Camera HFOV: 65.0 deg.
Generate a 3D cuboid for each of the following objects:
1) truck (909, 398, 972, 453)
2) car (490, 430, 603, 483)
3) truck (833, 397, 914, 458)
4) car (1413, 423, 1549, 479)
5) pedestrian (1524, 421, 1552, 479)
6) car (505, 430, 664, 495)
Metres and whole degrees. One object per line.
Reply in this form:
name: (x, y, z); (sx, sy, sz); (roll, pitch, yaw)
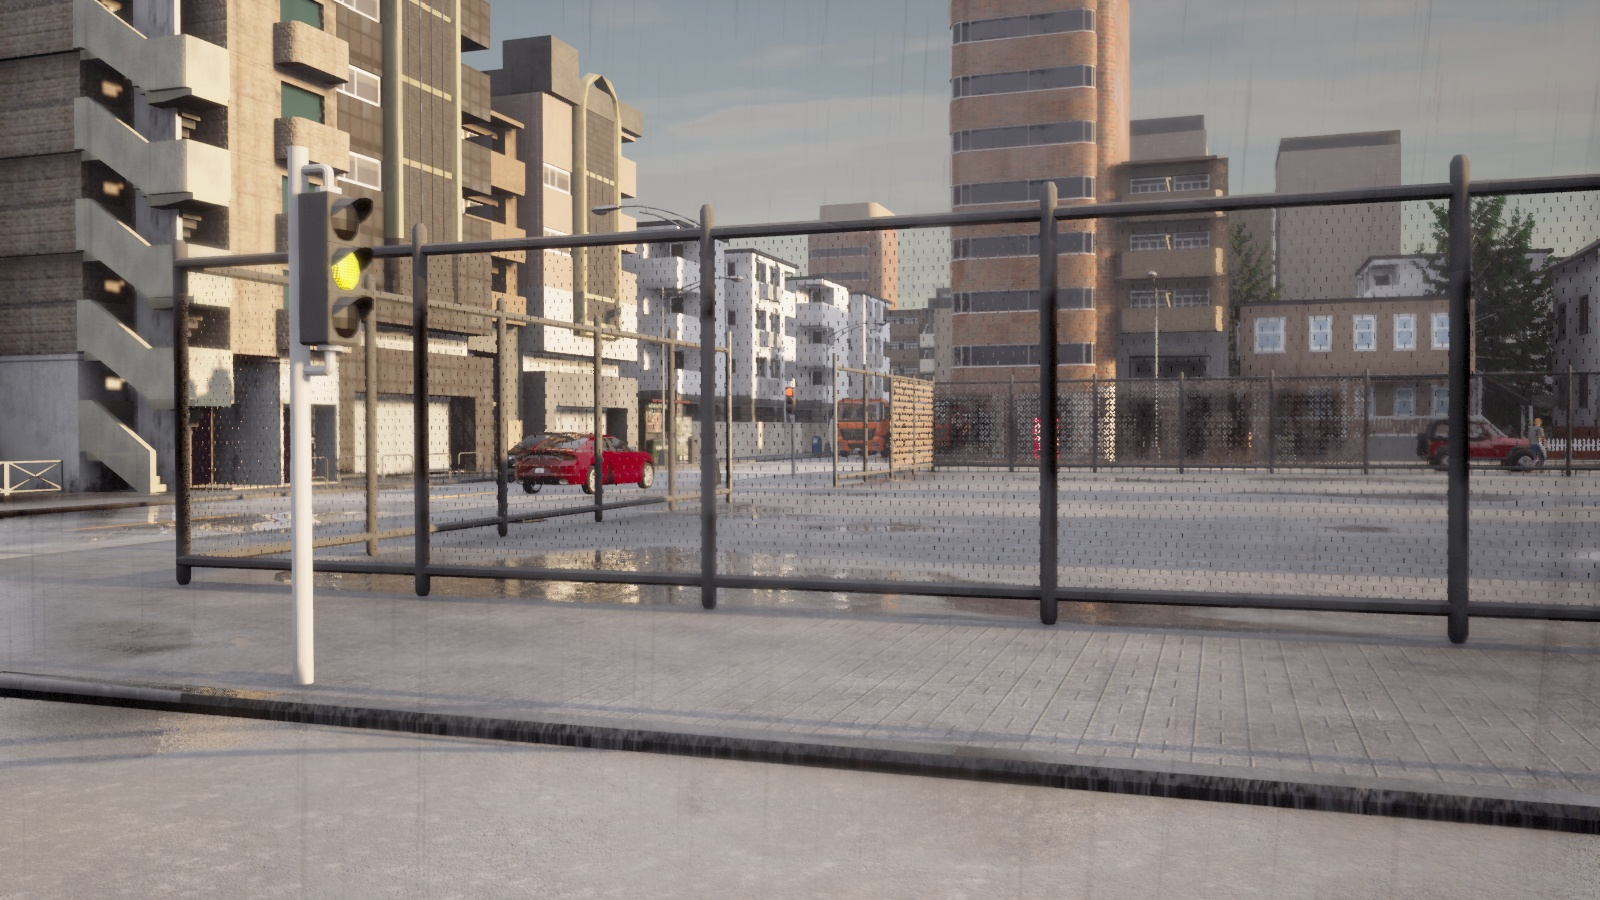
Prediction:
truck: (10.383, -1.776, 92.243); (2.891, 3.827, 8.468); (1, 1, 18)
car: (-7.703, 0.160, 38.515); (1.789, 1.549, 3.705); (1, 1, 19)
truck: (4.478, -1.336, 74.755); (2.891, 3.462, 7.936); (1, 1, 18)
car: (23.564, 0.013, 43.617); (3.866, 1.878, 1.905); (0, 1, 19)
pedestrian: (23.424, -0.014, 39.877); (0.706, 1.836, 0.354); (0, 1, -17)
car: (-5.473, 0.262, 32.603); (1.882, 1.535, 5.008); (1, 1, 19)
